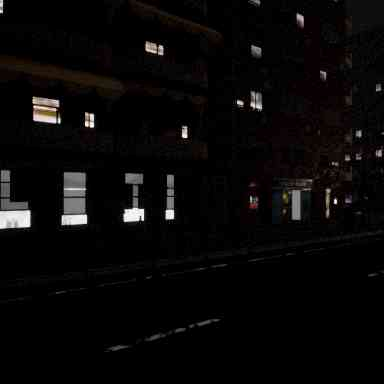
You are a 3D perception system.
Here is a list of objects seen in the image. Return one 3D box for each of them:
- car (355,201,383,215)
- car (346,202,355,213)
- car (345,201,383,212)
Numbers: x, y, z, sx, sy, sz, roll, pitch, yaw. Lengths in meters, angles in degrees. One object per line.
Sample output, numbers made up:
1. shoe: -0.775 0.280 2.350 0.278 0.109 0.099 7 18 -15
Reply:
1. car: 19.702 1.727 37.239 2.128 1.511 4.902 0 -1 -35
2. car: 15.476 1.595 38.332 2.192 1.841 5.009 -1 0 -36
3. car: 22.465 1.856 43.431 1.802 1.307 4.206 -1 0 -36
